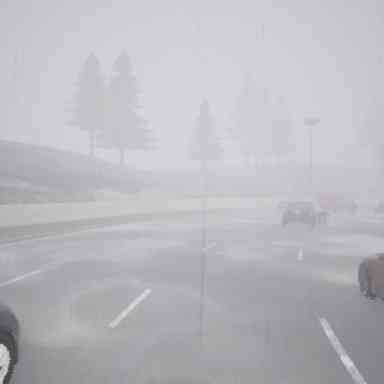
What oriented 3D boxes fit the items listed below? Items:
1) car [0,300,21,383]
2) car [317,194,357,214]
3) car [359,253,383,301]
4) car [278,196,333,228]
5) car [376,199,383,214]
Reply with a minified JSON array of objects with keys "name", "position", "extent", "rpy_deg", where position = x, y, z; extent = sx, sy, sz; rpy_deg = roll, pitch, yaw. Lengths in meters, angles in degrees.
[{"name":"car","position":[-3.043,1.468,2.037],"extent":[1.837,1.490,4.892],"rpy_deg":[0,0,3]},{"name":"car","position":[15.113,1.233,35.014],"extent":[5.566,2.045,2.150],"rpy_deg":[0,0,-37]},{"name":"car","position":[4.325,1.546,5.449],"extent":[1.812,1.442,4.674],"rpy_deg":[0,0,9]},{"name":"car","position":[7.741,1.341,22.420],"extent":[2.097,1.767,4.553],"rpy_deg":[1,0,34]},{"name":"car","position":[21.443,1.423,34.842],"extent":[4.553,1.767,2.097],"rpy_deg":[1,0,-31]}]
